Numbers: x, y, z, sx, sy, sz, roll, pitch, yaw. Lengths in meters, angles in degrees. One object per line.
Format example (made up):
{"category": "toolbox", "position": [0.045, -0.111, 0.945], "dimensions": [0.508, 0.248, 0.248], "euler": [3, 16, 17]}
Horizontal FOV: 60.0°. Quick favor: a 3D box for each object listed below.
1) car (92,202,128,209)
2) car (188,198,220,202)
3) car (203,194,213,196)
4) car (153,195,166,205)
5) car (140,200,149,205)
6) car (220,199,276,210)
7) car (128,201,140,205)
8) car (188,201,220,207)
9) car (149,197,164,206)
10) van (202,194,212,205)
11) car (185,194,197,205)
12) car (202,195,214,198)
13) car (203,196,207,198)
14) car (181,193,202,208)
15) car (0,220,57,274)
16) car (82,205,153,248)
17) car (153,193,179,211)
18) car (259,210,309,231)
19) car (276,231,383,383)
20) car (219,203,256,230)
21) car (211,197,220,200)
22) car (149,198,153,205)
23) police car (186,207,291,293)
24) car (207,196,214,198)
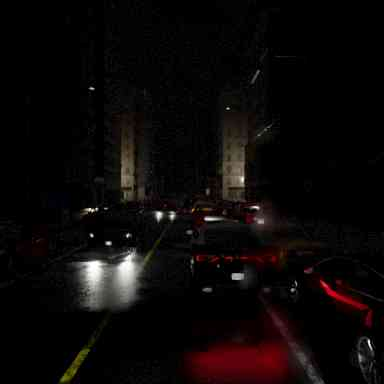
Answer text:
{"category": "car", "position": [-5.714, 1.543, 21.527], "dimensions": [1.887, 1.381, 4.507], "euler": [0, 0, 0]}
{"category": "car", "position": [0.847, 1.476, 24.889], "dimensions": [1.882, 1.535, 5.008], "euler": [0, 0, 0]}
{"category": "car", "position": [2.742, 1.310, 54.702], "dimensions": [2.192, 1.841, 5.009], "euler": [0, 0, 0]}
{"category": "car", "position": [-5.796, 1.435, 60.202], "dimensions": [1.967, 1.590, 4.097], "euler": [0, 0, 0]}
{"category": "car", "position": [-5.737, 1.563, 32.577], "dimensions": [1.947, 1.339, 4.313], "euler": [0, 0, 0]}
{"category": "car", "position": [2.824, 1.314, 16.036], "dimensions": [2.192, 1.841, 5.009], "euler": [0, 0, 0]}
{"category": "car", "position": [-5.726, 1.564, 27.052], "dimensions": [1.947, 1.339, 4.313], "euler": [0, 0, 0]}
{"category": "car", "position": [0.860, 1.477, 18.889], "dimensions": [1.882, 1.535, 5.008], "euler": [0, 0, 0]}
{"category": "car", "position": [-5.784, 1.561, 54.677], "dimensions": [1.947, 1.339, 4.313], "euler": [0, 0, 0]}
{"category": "van", "position": [2.730, 1.336, 60.226], "dimensions": [1.690, 1.788, 3.998], "euler": [0, 0, 0]}
{"category": "car", "position": [-0.129, 1.347, 60.259], "dimensions": [2.097, 1.767, 4.553], "euler": [0, 0, 0]}
{"category": "car", "position": [2.753, 1.562, 49.178], "dimensions": [1.947, 1.339, 4.313], "euler": [0, 0, 0]}
{"category": "car", "position": [2.765, 1.547, 43.655], "dimensions": [2.008, 1.369, 4.403], "euler": [0, 0, 0]}
{"category": "car", "position": [-0.087, 1.348, 46.854], "dimensions": [2.097, 1.767, 4.553], "euler": [0, 0, 0]}
{"category": "car", "position": [-5.691, 1.581, 10.477], "dimensions": [1.802, 1.307, 4.206], "euler": [0, 0, 0]}
{"category": "car", "position": [-3.131, 1.546, 15.162], "dimensions": [2.033, 1.411, 5.357], "euler": [0, 0, 0]}
{"category": "car", "position": [-3.088, 1.218, 40.937], "dimensions": [2.150, 2.045, 5.566], "euler": [0, 0, 0]}
{"category": "car", "position": [2.835, 1.525, 10.683], "dimensions": [1.752, 1.417, 4.829], "euler": [0, 0, 0]}
{"category": "car", "position": [2.847, 1.566, 4.990], "dimensions": [1.947, 1.339, 4.313], "euler": [0, 0, 0]}
{"category": "car", "position": [2.811, 1.524, 21.730], "dimensions": [1.752, 1.417, 4.829], "euler": [0, 0, 0]}
{"category": "car", "position": [2.800, 1.438, 27.084], "dimensions": [1.967, 1.590, 4.097], "euler": [0, 0, 0]}
{"category": "car", "position": [-5.773, 1.578, 49.152], "dimensions": [1.802, 1.307, 4.206], "euler": [0, 0, 0]}
{"category": "police car", "position": [0.880, 1.425, 8.999], "dimensions": [1.930, 1.638, 5.238], "euler": [0, 0, 0]}
{"category": "car", "position": [2.788, 1.437, 32.607], "dimensions": [1.967, 1.590, 4.097], "euler": [0, 0, 0]}
